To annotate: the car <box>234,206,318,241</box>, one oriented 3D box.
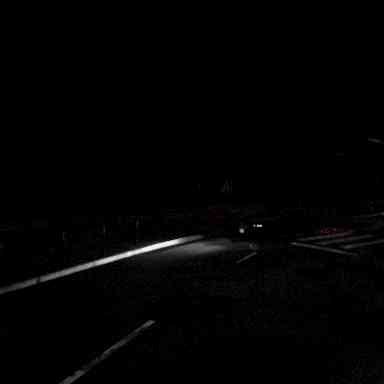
[{"bbox_3d":[4.235,1.458,16.508,4.902,1.511,2.128,-1,1,-36],"label":"car"}]
